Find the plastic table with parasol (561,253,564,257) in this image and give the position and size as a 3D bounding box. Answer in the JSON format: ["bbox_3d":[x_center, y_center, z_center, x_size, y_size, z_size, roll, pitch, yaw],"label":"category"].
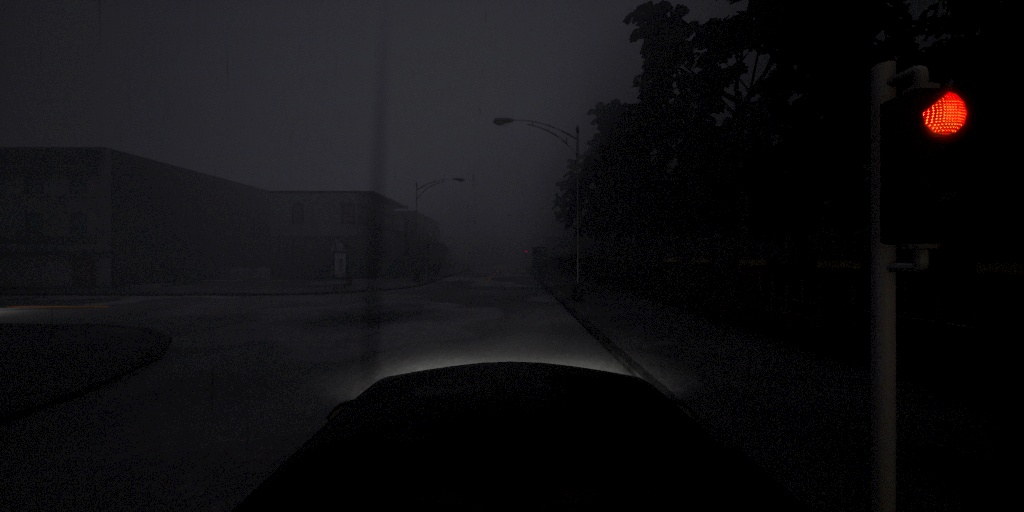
[{"bbox_3d":[10.700,0.705,62.399,2.482,2.480,2.482,0,0,-40],"label":"plastic table with parasol"}]

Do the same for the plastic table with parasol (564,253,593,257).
[{"bbox_3d":[9.987,0.684,53.957,2.482,2.480,2.482,0,0,-40],"label":"plastic table with parasol"}]

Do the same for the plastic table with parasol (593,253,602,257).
[{"bbox_3d":[14.686,0.673,59.431,2.482,2.480,2.482,0,0,-42],"label":"plastic table with parasol"}]

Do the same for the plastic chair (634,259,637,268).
[{"bbox_3d":[18.661,1.161,54.665,0.750,1.272,0.730,0,0,-39],"label":"plastic chair"}]

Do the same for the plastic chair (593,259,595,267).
[{"bbox_3d":[13.734,1.304,58.543,0.730,1.272,0.750,0,0,-35],"label":"plastic chair"}]

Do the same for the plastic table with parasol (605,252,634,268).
[{"bbox_3d":[15.306,0.694,51.217,2.482,2.480,2.482,0,0,-40],"label":"plastic table with parasol"}]

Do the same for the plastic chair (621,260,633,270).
[{"bbox_3d":[16.038,1.296,50.218,0.750,1.272,0.730,0,0,-40],"label":"plastic chair"}]

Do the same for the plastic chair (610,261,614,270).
[{"bbox_3d":[14.332,1.306,50.316,0.730,1.272,0.750,0,0,-35],"label":"plastic chair"}]
